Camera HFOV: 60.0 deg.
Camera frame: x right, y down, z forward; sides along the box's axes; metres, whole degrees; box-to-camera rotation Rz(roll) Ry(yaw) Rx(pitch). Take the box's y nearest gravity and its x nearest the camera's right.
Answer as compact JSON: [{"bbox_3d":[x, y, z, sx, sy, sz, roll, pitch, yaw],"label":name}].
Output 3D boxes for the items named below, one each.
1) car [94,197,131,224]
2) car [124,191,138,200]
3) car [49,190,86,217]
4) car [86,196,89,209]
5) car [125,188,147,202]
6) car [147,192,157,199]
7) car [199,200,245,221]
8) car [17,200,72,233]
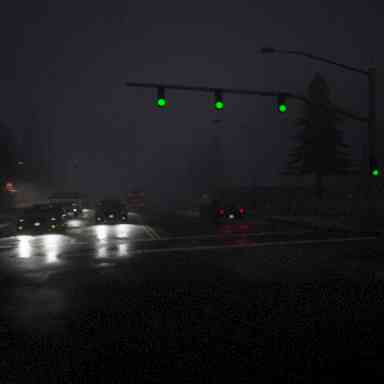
[{"bbox_3d":[-5.350,1.253,21.996,1.994,1.385,4.181,-1,1,-14],"label":"car"},{"bbox_3d":[-11.014,0.615,59.659,2.128,1.511,4.902,-1,1,-14],"label":"car"},{"bbox_3d":[-10.214,0.887,27.068,2.150,2.045,5.566,-1,1,-14],"label":"car"},{"bbox_3d":[-12.526,0.885,36.594,2.097,1.767,4.553,-1,1,-13],"label":"car"},{"bbox_3d":[-8.512,0.483,49.585,2.150,2.045,5.566,-1,1,-14],"label":"car"},{"bbox_3d":[-7.706,0.662,60.866,1.895,1.301,4.718,-1,1,-14],"label":"car"},{"bbox_3d":[1.889,1.184,22.713,1.895,1.301,4.718,-1,1,-14],"label":"car"},{"bbox_3d":[-7.969,1.353,18.025,1.994,1.385,4.181,-1,1,-14],"label":"car"}]
